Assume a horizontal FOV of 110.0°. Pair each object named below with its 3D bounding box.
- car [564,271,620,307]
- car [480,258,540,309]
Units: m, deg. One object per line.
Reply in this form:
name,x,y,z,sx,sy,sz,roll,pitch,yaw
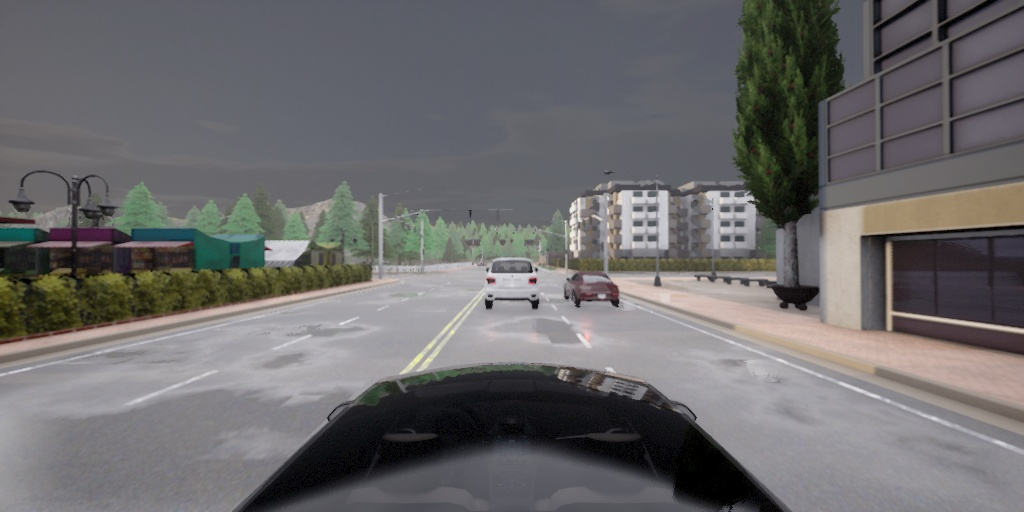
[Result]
car,3.506,1.412,16.245,1.812,1.442,4.674,0,0,0
car,0.002,1.100,15.885,2.150,2.045,5.566,0,0,0
